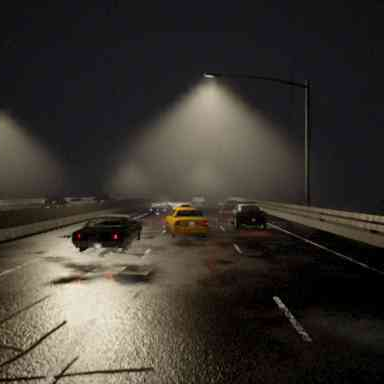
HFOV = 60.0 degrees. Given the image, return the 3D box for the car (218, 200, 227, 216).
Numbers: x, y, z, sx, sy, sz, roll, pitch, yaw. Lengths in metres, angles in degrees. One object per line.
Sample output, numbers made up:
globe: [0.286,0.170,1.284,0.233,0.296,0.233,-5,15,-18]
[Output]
car: [3.886,1.569,33.104,1.837,1.490,4.892,0,0,1]

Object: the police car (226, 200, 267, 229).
police car: [3.689,1.464,22.293,1.930,1.638,5.238,0,0,1]

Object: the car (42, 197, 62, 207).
car: [-20.288,1.464,49.172,2.097,1.767,4.553,0,0,2]

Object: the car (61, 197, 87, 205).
car: [-16.809,1.636,48.502,1.812,1.442,4.674,0,0,2]

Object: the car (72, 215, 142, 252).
car: [-3.308,1.622,14.006,1.895,1.301,4.718,0,0,1]

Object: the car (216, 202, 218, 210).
car: [4.153,1.699,44.054,1.895,1.301,4.718,0,0,2]

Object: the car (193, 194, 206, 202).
car: [1.343,1.383,62.465,2.150,2.045,5.566,0,-1,2]

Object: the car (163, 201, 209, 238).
car: [-0.359,1.485,17.996,1.801,1.575,5.366,0,0,-8]

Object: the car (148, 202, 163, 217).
car: [-3.029,1.662,32.162,1.895,1.301,4.718,0,0,1]

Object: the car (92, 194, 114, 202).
car: [-13.264,1.339,50.075,2.150,2.045,5.566,0,0,2]
